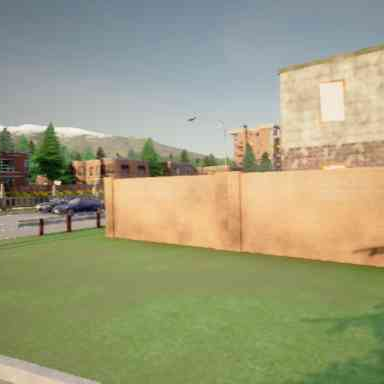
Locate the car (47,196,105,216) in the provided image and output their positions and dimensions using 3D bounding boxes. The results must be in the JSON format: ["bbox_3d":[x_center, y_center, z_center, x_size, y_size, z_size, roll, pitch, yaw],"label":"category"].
[{"bbox_3d":[-9.666,1.220,28.927,1.812,1.442,4.674,-1,1,36],"label":"car"}]

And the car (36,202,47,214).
[{"bbox_3d":[-12.172,1.199,31.426,2.128,1.511,4.902,-1,1,36],"label":"car"}]
